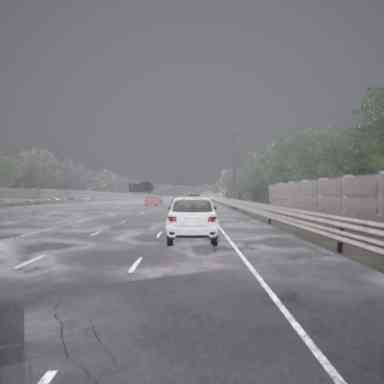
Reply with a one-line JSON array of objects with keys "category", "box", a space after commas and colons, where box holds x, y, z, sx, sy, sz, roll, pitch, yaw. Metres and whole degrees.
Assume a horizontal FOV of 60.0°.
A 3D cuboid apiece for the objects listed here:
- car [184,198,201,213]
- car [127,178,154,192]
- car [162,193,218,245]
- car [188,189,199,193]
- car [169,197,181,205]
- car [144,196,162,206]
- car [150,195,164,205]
[{"category": "car", "box": [0.028, 1.547, 39.072, 1.882, 1.535, 5.008, 0, 0, 0]}, {"category": "car", "box": [-8.012, -0.957, 50.912, 5.357, 2.033, 1.411, -1, 13, 41]}, {"category": "car", "box": [0.010, 1.236, 15.674, 2.150, 2.045, 5.566, 0, 0, 0]}, {"category": "car", "box": [0.323, 0.957, 61.322, 2.150, 2.045, 5.566, 1, -15, 0]}, {"category": "car", "box": [-3.412, 1.724, 66.434, 2.033, 1.411, 5.357, 0, 0, 1]}, {"category": "car", "box": [-6.962, 1.513, 57.635, 2.097, 1.767, 4.553, 0, 0, 0]}, {"category": "car", "box": [-6.917, 1.552, 66.390, 2.097, 1.767, 4.553, 0, 0, 1]}]
